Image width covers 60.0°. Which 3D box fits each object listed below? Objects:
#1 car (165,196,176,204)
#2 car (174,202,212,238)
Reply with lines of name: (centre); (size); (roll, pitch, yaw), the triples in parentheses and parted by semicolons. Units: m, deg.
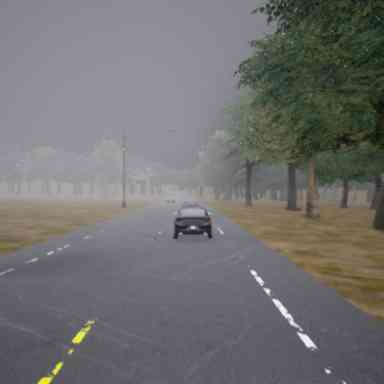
car: (-4.296, 1.564, 67.214); (1.812, 1.442, 4.674); (0, 0, -1)
car: (0.038, 1.513, 18.014); (1.882, 1.535, 5.008); (0, 0, 0)
